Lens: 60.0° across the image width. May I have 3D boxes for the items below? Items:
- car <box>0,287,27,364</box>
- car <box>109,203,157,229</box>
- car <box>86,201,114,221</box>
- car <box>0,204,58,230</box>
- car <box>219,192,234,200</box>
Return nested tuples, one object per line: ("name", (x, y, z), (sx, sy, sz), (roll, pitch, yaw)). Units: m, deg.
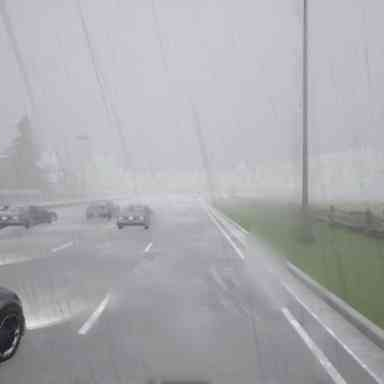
("car", (-3.408, 1.558, 3.168), (1.994, 1.385, 4.181), (0, 0, 0))
("car", (-3.402, 1.510, 21.018), (2.033, 1.411, 5.357), (0, 0, 0))
("car", (-6.902, 1.445, 26.359), (2.128, 1.511, 4.902), (0, 0, 0))
("car", (-10.402, 1.510, 21.006), (2.033, 1.411, 5.357), (0, 0, 0))
("car", (8.919, 1.062, 85.173), (3.866, 1.878, 1.905), (0, 0, 0))
